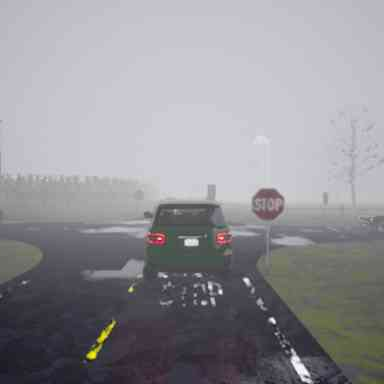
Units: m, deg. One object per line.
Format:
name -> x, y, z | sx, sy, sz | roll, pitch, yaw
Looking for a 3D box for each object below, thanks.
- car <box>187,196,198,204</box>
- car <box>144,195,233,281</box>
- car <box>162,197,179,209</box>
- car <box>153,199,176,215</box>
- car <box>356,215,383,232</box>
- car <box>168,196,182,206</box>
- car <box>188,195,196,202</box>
car -> 0.112, 1.486, 65.385 | 2.033, 1.411, 5.357 | 0, 0, 0
car -> -0.272, 1.204, 10.047 | 2.150, 2.045, 5.566 | 0, 0, -6
car -> -2.834, 1.470, 44.689 | 1.812, 1.442, 4.674 | 0, 0, 0
car -> -2.829, 1.516, 34.719 | 1.994, 1.385, 4.181 | 0, 0, 0
car -> 12.890, 1.753, 20.629 | 4.718, 1.301, 1.895 | 1, 1, 0
car -> -2.814, 1.487, 55.187 | 2.033, 1.411, 5.357 | 0, 0, 0
car -> 0.009, 1.465, 75.834 | 1.812, 1.442, 4.674 | 0, 0, 0
